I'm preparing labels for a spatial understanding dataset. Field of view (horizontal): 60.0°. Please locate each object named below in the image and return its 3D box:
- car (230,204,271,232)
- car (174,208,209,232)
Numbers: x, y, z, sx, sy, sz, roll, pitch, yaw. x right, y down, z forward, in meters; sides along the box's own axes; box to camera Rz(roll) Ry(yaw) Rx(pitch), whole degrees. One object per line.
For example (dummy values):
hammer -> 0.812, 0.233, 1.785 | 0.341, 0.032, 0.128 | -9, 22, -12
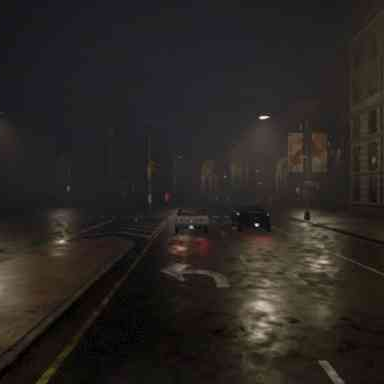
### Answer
car -> 3.478, 1.501, 20.279 | 1.837, 1.490, 4.892 | 0, 0, 0
car -> -0.022, 1.597, 20.095 | 1.895, 1.301, 4.718 | 0, 0, 0
